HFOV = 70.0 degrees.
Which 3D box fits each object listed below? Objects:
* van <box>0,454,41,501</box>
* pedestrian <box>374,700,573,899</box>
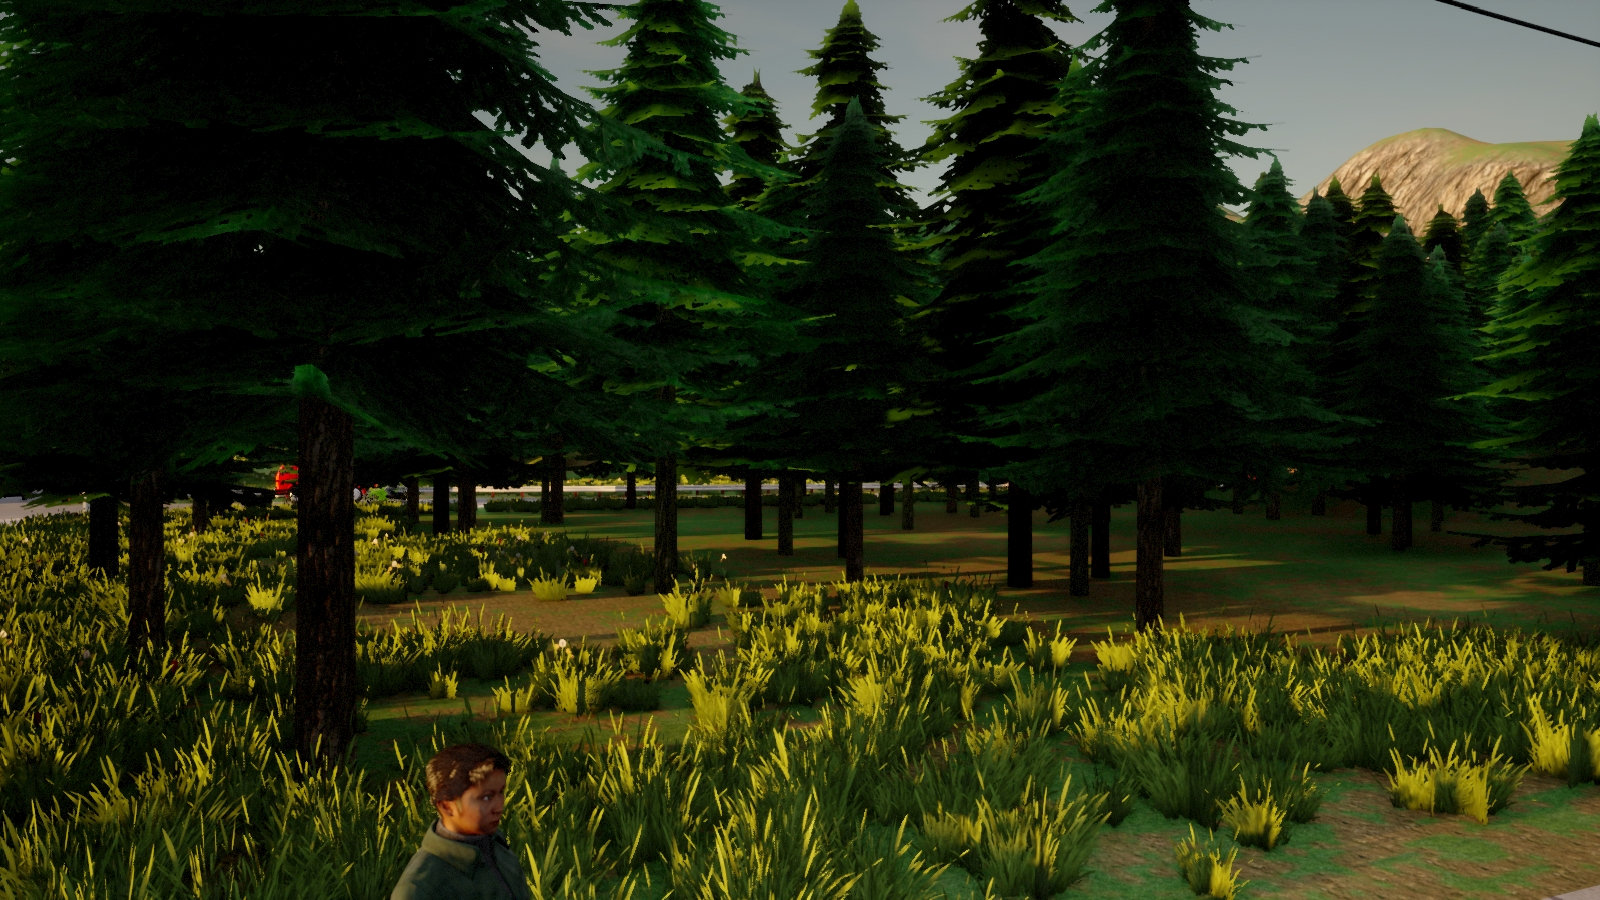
[{"bbox_3d":[-45.126,1.534,65.492,1.988,2.561,5.915,0,0,-27],"label":"van"},{"bbox_3d":[-0.879,1.663,3.116,0.375,1.860,0.375,0,0,19],"label":"pedestrian"}]
